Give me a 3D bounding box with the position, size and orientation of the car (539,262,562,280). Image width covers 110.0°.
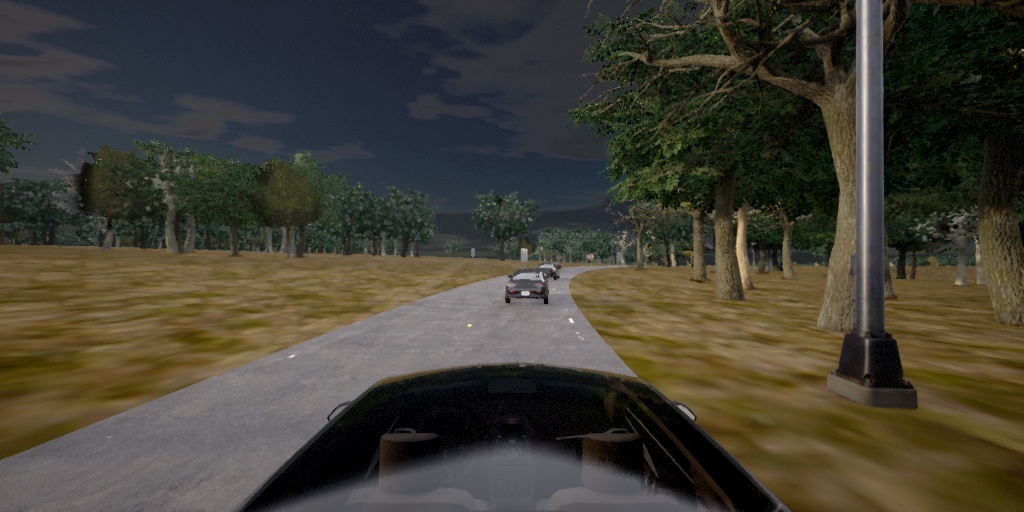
[{"bbox_3d":[3.039,1.309,30.951,1.812,1.442,4.674,0,0,12],"label":"car"}]

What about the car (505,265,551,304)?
[{"bbox_3d":[0.759,1.293,16.283,1.812,1.442,4.674,0,0,6],"label":"car"}]
